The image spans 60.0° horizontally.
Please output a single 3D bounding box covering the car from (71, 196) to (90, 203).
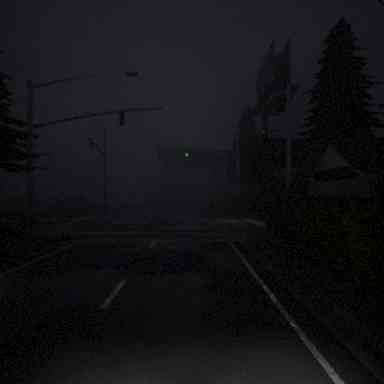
[{"bbox_3d":[-24.050,1.645,71.859,3.633,1.501,1.845,0,0,-1],"label":"car"}]

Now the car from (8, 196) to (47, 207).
[{"bbox_3d":[-24.668,1.322,49.407,4.605,1.855,1.932,0,0,-1],"label":"car"}]

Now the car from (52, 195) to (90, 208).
[{"bbox_3d":[-16.780,1.287,46.168,3.866,1.878,1.905,0,0,-1],"label":"car"}]

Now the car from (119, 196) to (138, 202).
[{"bbox_3d":[-16.519,1.733,86.887,4.514,1.523,2.007,0,0,-1],"label":"car"}]

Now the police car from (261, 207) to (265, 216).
[{"bbox_3d":[8.364,1.361,27.125,5.238,1.638,1.930,0,0,0],"label":"police car"}]

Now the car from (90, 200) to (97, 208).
[{"bbox_3d":[-16.189,1.586,49.495,3.806,1.475,1.970,0,0,-1],"label":"car"}]

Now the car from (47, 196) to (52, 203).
[{"bbox_3d":[-24.032,1.579,61.866,4.514,1.523,2.007,0,0,-1],"label":"car"}]

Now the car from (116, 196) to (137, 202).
[{"bbox_3d":[-16.447,1.710,83.751,5.027,1.636,2.152,0,0,-1],"label":"car"}]

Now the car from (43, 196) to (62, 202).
[{"bbox_3d":[-35.114,1.764,83.785,3.806,1.475,1.970,0,0,-1],"label":"car"}]
